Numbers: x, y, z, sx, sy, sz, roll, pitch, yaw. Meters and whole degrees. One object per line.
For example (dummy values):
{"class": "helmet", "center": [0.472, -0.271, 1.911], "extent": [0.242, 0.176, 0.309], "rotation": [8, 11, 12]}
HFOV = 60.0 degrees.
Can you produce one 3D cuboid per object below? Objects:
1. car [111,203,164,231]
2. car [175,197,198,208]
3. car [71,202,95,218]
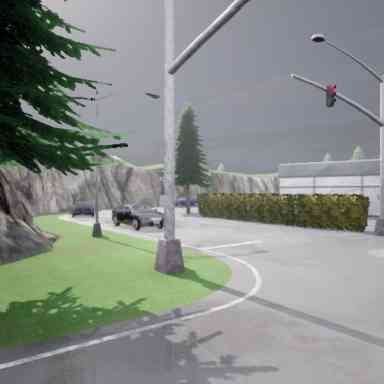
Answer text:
{"class": "car", "center": [-3.470, 1.492, 21.076], "extent": [2.128, 1.511, 4.902], "rotation": [0, 0, -36]}
{"class": "car", "center": [-1.175, 1.478, 49.055], "extent": [5.008, 1.535, 1.882], "rotation": [0, 0, -40]}
{"class": "car", "center": [-10.078, 1.600, 30.734], "extent": [1.895, 1.301, 4.718], "rotation": [0, 0, -18]}
